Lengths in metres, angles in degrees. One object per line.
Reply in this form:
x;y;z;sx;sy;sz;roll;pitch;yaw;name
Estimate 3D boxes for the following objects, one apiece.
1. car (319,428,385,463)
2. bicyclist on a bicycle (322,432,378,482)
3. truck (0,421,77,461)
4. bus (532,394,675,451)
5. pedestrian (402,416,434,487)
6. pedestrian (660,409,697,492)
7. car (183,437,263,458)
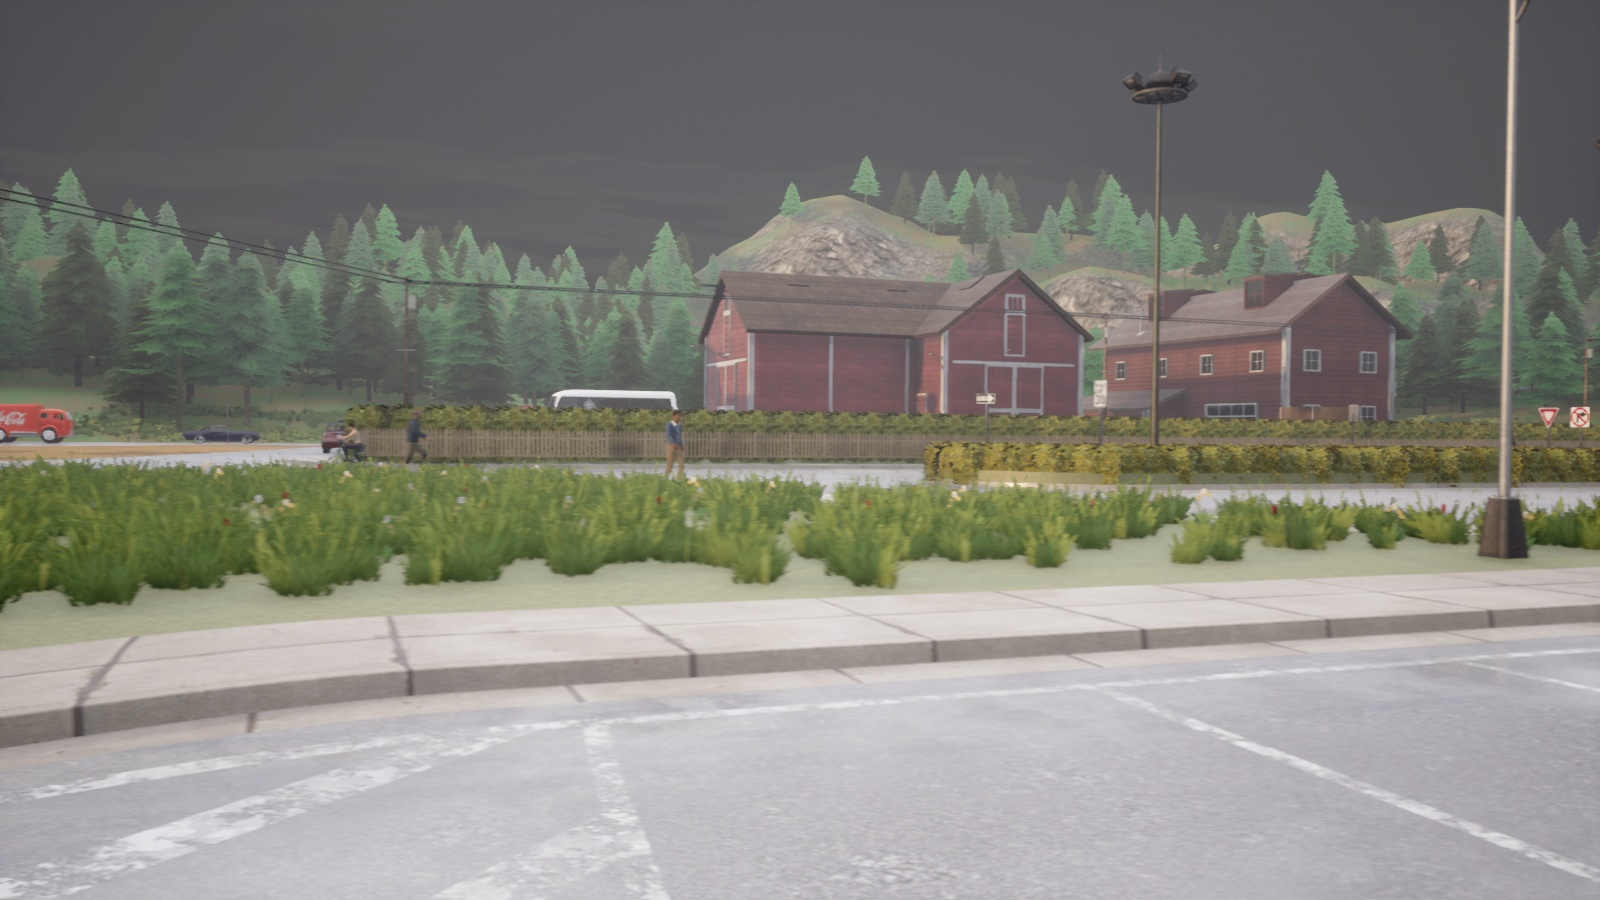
-21.943;-0.232;61.631;1.851;1.617;3.988;-1;1;-1;car
-14.788;0.222;41.294;1.509;1.612;0.866;-1;1;2;bicyclist on a bicycle
-49.526;-0.604;80.414;5.204;2.467;2.627;-1;1;-20;truck
-15.116;-2.121;96.441;10.273;4.253;3.944;-1;1;-20;bus
-9.997;0.027;32.871;0.726;1.842;0.402;-1;1;-11;pedestrian
-2.888;0.002;29.761;0.788;1.949;0.423;0;1;39;pedestrian
-38.703;-0.195;84.298;4.718;1.301;1.895;-1;1;-20;car
